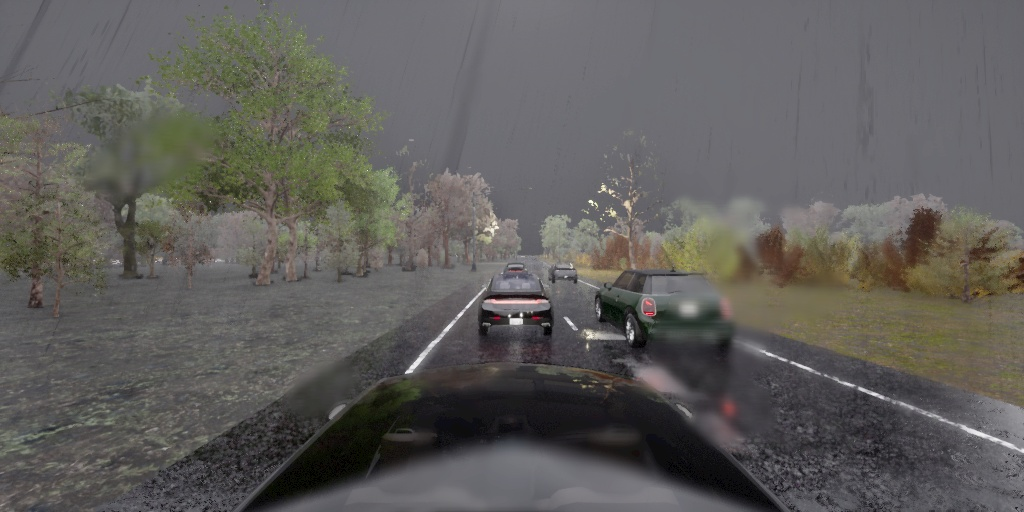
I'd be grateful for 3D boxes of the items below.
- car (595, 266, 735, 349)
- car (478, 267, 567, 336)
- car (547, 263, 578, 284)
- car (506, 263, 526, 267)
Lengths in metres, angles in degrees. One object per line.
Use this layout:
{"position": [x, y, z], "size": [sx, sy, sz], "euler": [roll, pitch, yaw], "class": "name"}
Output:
{"position": [3.598, 1.103, 9.359], "size": [2.097, 1.767, 4.553], "euler": [0, 0, 1], "class": "car"}
{"position": [0.101, 1.243, 10.395], "size": [2.128, 1.511, 4.902], "euler": [0, 0, 0], "class": "car"}
{"position": [3.800, 1.245, 27.336], "size": [2.128, 1.511, 4.902], "euler": [0, 0, 1], "class": "car"}
{"position": [0.304, 1.259, 27.608], "size": [1.837, 1.490, 4.892], "euler": [0, 0, 1], "class": "car"}
